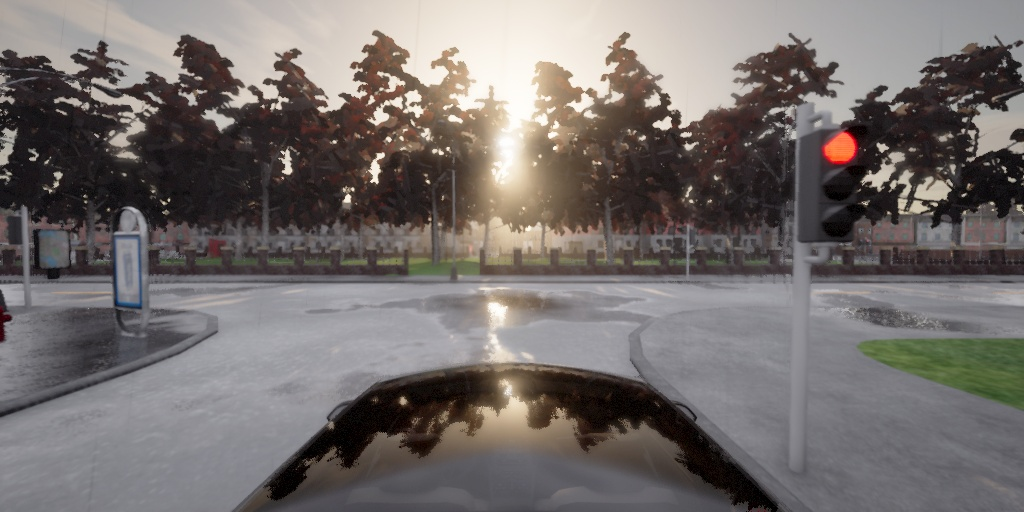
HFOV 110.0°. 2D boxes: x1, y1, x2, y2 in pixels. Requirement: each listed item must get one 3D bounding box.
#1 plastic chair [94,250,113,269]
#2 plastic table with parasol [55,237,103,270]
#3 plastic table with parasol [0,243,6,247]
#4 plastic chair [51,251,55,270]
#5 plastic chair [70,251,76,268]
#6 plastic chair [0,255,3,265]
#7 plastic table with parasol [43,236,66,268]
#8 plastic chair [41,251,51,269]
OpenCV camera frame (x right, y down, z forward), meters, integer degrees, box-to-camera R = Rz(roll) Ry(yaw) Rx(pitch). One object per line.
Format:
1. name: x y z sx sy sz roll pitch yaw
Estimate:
1. plastic chair: -38.192 0.354 33.508 0.730 1.272 0.750 0 0 -40
2. plastic table with parasol: -39.190 -0.226 32.775 2.482 2.480 2.482 0 0 -40
3. plastic table with parasol: -47.403 -0.229 32.147 2.482 2.480 2.482 0 0 -42
4. plastic chair: -40.221 0.395 32.030 0.730 1.272 0.750 0 0 -40
5. plastic chair: -38.288 0.414 31.803 0.750 1.272 0.730 0 0 -35
6. plastic chair: -40.929 0.525 28.189 0.730 1.272 0.750 0 0 -40
7. plastic table with parasol: -43.611 -0.378 35.414 2.482 2.480 2.482 0 0 -39
8. plastic chair: -44.619 0.318 34.667 0.730 1.272 0.750 0 0 -41
